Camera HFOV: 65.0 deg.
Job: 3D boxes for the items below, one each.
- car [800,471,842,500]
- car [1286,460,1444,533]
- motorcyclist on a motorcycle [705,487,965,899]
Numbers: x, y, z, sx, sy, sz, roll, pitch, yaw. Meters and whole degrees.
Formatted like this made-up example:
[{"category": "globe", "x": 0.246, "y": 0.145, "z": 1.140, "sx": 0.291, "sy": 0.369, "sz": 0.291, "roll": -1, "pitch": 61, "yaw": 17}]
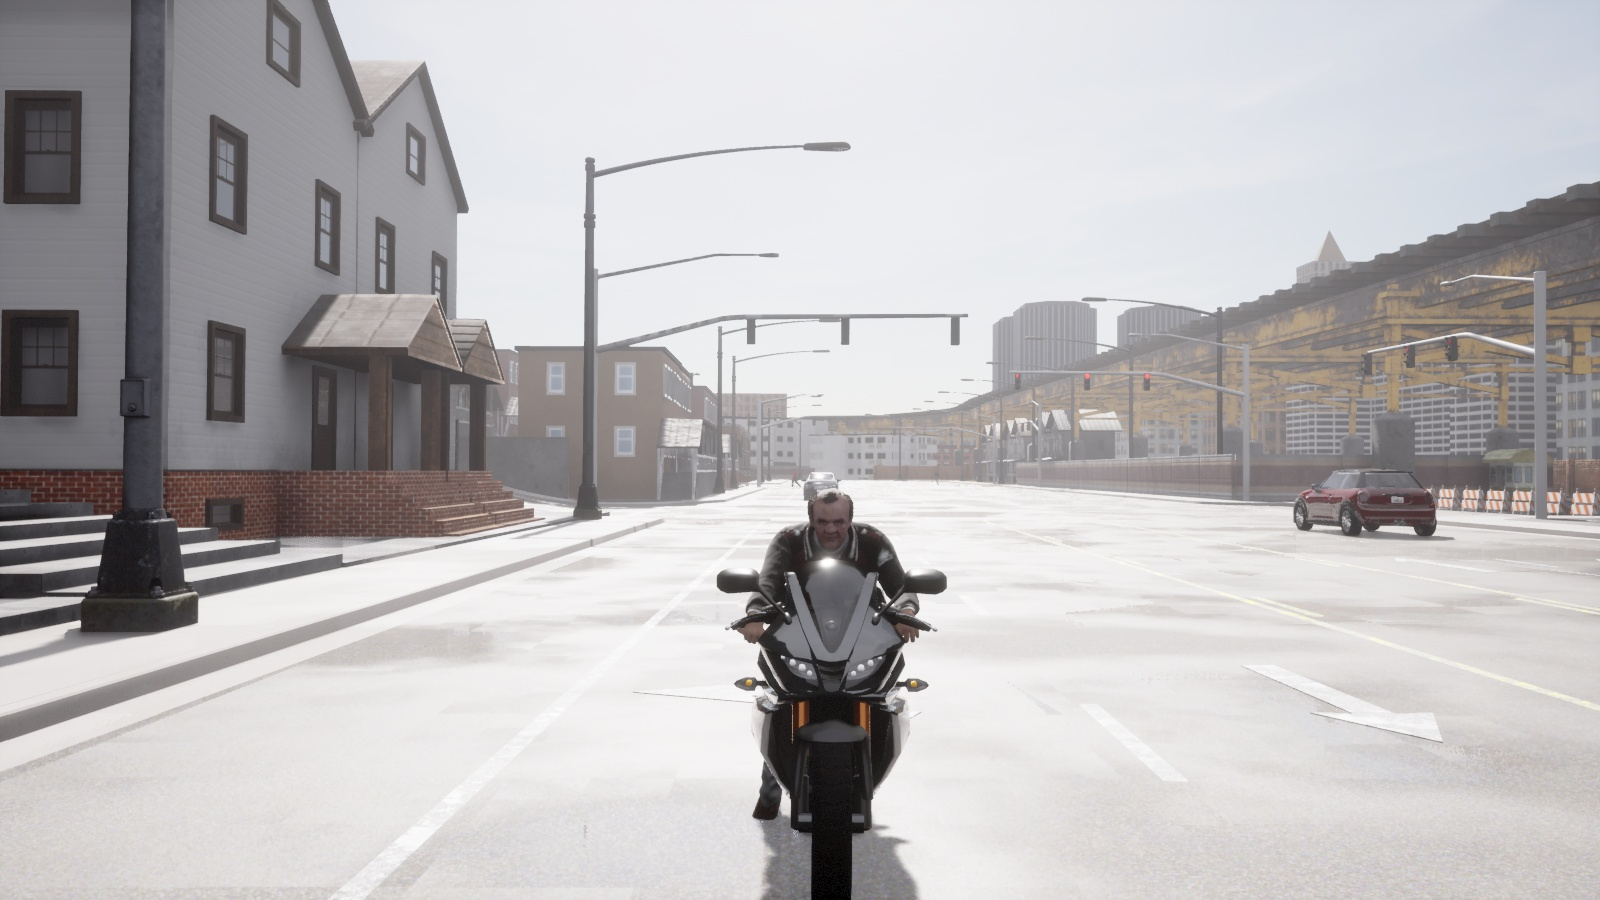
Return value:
[{"category": "car", "x": 1.191, "y": 1.906, "z": 68.064, "sx": 2.128, "sy": 1.511, "sz": 4.902, "roll": 0, "pitch": -1, "yaw": 2}, {"category": "car", "x": 14.574, "y": 1.162, "z": 32.692, "sx": 2.097, "sy": 1.767, "sz": 4.553, "roll": 0, "pitch": -1, "yaw": 1}, {"category": "motorcyclist on a motorcycle", "x": 0.135, "y": 0.938, "z": 5.312, "sx": 0.866, "sy": 1.530, "sz": 2.191, "roll": 0, "pitch": -1, "yaw": 1}]
